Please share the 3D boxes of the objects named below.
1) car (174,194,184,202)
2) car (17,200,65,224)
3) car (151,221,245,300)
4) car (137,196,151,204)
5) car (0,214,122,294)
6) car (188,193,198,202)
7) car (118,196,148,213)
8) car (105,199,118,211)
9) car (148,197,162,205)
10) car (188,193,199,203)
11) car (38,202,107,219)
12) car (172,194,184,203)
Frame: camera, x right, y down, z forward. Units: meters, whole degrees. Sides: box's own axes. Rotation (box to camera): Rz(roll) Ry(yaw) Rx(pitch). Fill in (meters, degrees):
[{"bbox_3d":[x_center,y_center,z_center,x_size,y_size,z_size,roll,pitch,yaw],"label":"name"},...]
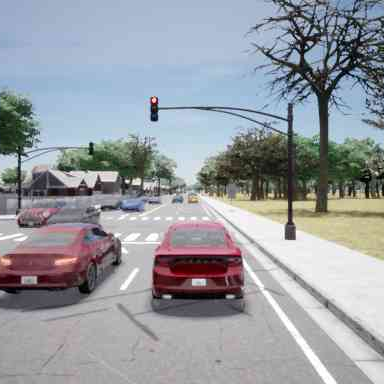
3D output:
[{"bbox_3d":[-3.044,1.320,76.271,2.097,1.767,4.553,0,0,0],"label":"car"},{"bbox_3d":[-9.792,1.357,22.464,2.097,1.767,4.553,0,0,0],"label":"car"},{"bbox_3d":[0.120,1.477,8.470,1.882,1.535,5.008,0,0,0],"label":"car"},{"bbox_3d":[-9.591,1.521,66.688,2.033,1.411,5.357,0,0,1],"label":"car"},{"bbox_3d":[-3.127,1.525,8.682,1.812,1.442,4.674,0,0,0],"label":"car"},{"bbox_3d":[0.206,1.190,76.298,2.150,2.045,5.566,0,0,0],"label":"car"},{"bbox_3d":[-6.499,1.471,37.162,1.882,1.535,5.008,0,0,0],"label":"car"},{"bbox_3d":[-9.739,1.539,41.055,2.033,1.411,5.357,0,0,0],"label":"car"},{"bbox_3d":[-6.421,1.528,58.293,2.033,1.411,5.357,0,0,0],"label":"car"},{"bbox_3d":[0.276,1.451,65.897,1.882,1.535,5.008,0,0,0],"label":"car"},{"bbox_3d":[-6.551,1.509,18.855,1.837,1.490,4.892,0,0,0],"label":"car"},{"bbox_3d":[-2.969,1.499,66.306,1.812,1.442,4.674,0,0,0],"label":"car"}]
